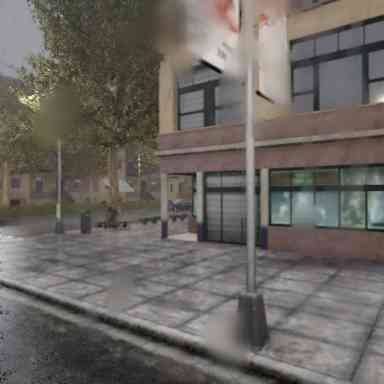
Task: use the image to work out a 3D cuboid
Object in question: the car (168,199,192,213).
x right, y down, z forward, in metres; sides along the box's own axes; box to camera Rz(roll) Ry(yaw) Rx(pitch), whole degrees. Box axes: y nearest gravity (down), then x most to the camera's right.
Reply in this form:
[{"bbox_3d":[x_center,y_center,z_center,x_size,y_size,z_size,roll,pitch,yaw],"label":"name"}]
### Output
[{"bbox_3d":[-1.716,1.653,40.092,1.837,1.490,4.892,0,-1,36],"label":"car"}]
